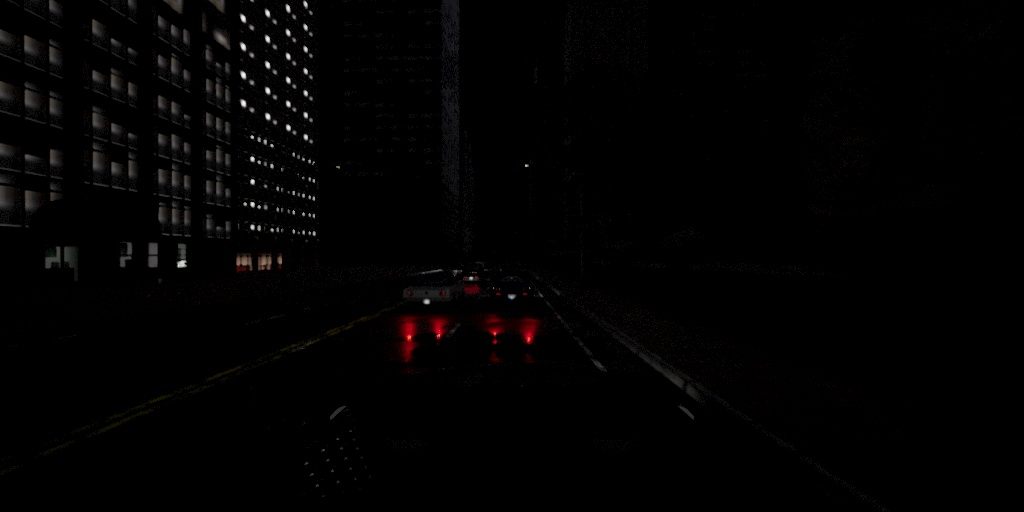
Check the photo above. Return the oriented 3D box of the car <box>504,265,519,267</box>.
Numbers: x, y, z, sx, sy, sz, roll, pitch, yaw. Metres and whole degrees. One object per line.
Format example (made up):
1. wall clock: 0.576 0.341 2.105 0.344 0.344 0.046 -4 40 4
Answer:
1. car: -0.023 1.530 31.142 1.837 1.490 4.892 0 0 0

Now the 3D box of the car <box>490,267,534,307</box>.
1. car: -0.009 1.409 16.219 1.812 1.442 4.674 0 0 0

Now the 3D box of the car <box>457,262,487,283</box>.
1. car: -3.273 1.530 31.143 1.837 1.490 4.892 0 0 0

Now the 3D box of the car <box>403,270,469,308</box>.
1. car: -3.261 1.482 15.942 1.895 1.301 4.718 0 0 0
